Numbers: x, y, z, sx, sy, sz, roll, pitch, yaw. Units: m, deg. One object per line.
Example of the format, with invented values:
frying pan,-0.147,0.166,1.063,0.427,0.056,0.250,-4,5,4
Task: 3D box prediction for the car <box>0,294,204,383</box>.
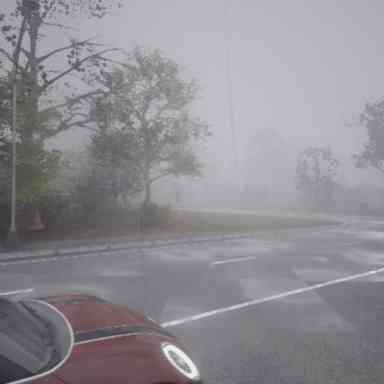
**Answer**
car,-2.069,1.346,2.239,4.553,1.767,2.097,1,0,-36
